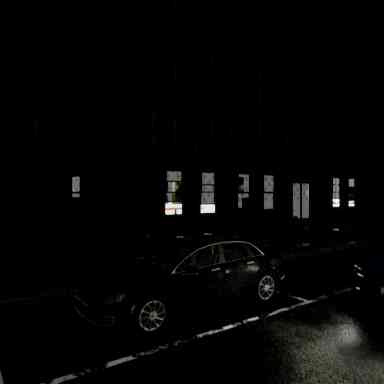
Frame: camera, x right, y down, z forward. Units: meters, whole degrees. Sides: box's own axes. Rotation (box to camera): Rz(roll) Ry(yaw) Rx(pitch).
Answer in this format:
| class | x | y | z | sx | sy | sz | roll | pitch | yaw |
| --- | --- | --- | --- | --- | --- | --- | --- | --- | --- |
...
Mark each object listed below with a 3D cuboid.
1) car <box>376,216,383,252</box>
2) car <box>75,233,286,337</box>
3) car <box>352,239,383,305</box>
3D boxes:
| class | x | y | z | sx | sy | sz | roll | pitch | yaw |
| --- | --- | --- | --- | --- | --- | --- | --- | --- | --- |
| car | 9.266 | 1.581 | 13.169 | 4.206 | 1.307 | 1.802 | 0 | 0 | -35 |
| car | -0.002 | 1.551 | 6.558 | 4.403 | 1.369 | 2.008 | 0 | 0 | -35 |
| car | 5.474 | 1.477 | 7.281 | 5.008 | 1.535 | 1.882 | 0 | 0 | -35 |
